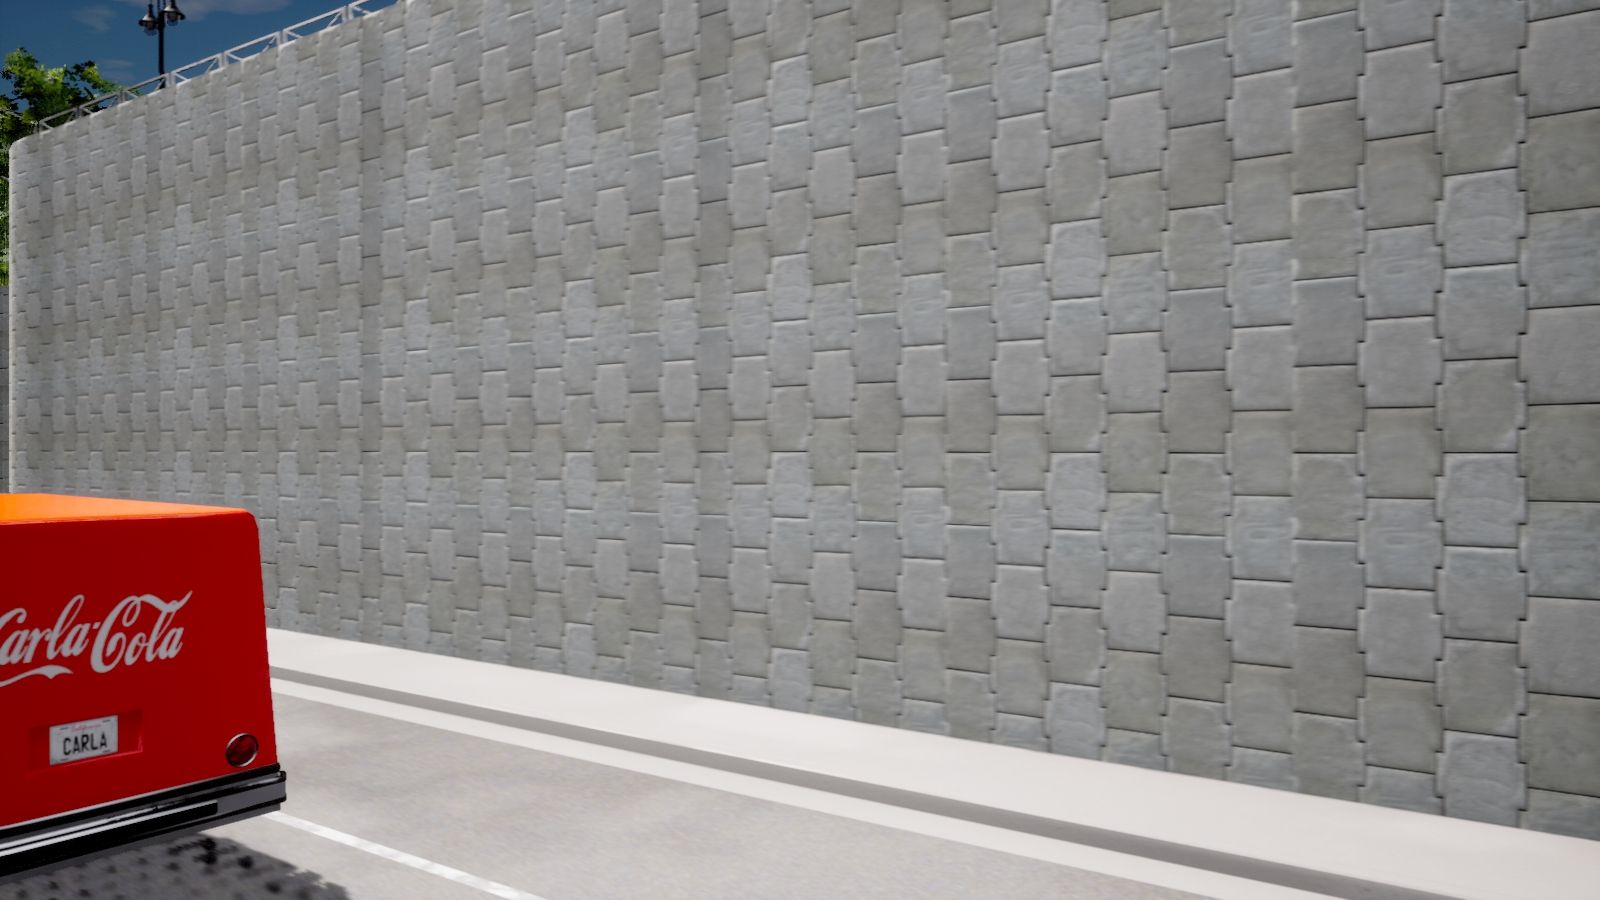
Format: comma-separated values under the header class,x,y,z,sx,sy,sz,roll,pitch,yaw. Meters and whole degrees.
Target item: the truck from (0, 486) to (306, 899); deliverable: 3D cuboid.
class,x,y,z,sx,sy,sz,roll,pitch,yaw
truck,-6.178,1.568,8.080,5.204,2.467,2.627,0,0,36
